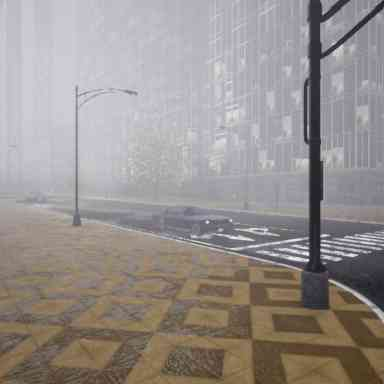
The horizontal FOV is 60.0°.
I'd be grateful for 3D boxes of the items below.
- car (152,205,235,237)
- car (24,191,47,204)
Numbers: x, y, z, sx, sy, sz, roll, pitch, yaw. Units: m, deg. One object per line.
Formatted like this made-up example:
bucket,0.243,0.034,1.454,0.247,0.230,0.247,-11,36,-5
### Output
car,-0.065,1.369,16.781,1.895,1.301,4.718,0,1,-38
car,-19.813,0.648,42.057,2.128,1.511,4.902,0,1,-38
